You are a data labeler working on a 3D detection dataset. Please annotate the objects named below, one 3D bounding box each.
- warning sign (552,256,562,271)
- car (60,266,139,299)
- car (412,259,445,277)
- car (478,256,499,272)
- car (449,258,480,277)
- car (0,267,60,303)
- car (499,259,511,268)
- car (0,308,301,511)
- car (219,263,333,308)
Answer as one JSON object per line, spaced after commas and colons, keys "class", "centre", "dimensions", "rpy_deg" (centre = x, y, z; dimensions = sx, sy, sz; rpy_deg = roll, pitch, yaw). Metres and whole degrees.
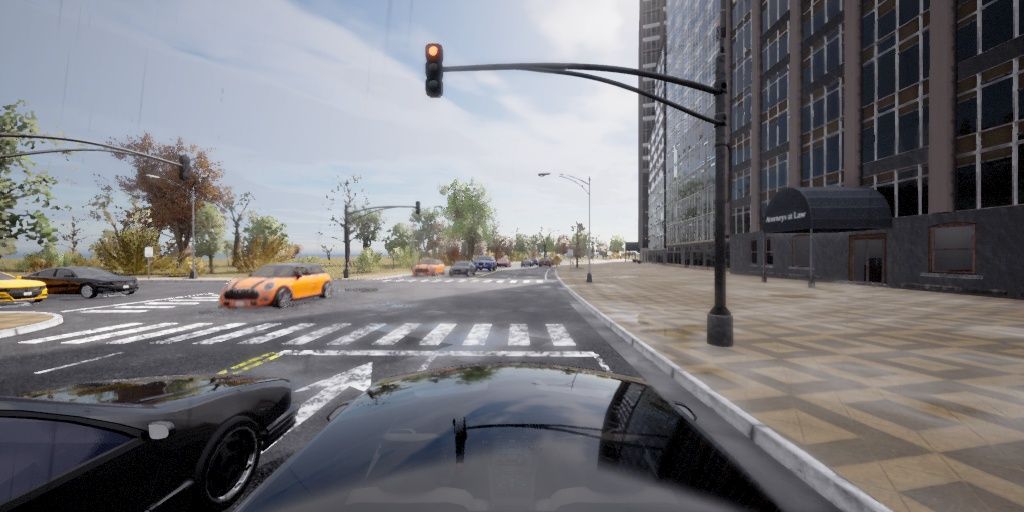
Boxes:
{"class": "warning sign", "centre": [5.525, 0.868, 43.921], "dimensions": [1.300, 1.860, 1.060], "rpy_deg": [0, 0, 7]}
{"class": "car", "centre": [-21.831, 1.275, 18.126], "dimensions": [5.008, 1.535, 1.882], "rpy_deg": [0, 0, 4]}
{"class": "car", "centre": [-8.128, 1.100, 35.340], "dimensions": [2.097, 1.767, 4.553], "rpy_deg": [0, 0, 6]}
{"class": "car", "centre": [-3.558, 0.969, 47.179], "dimensions": [2.150, 2.045, 5.566], "rpy_deg": [0, 0, 7]}
{"class": "car", "centre": [-4.838, 1.252, 35.619], "dimensions": [1.837, 1.490, 4.892], "rpy_deg": [0, 0, 6]}
{"class": "car", "centre": [-22.473, 1.288, 14.906], "dimensions": [5.008, 1.535, 1.882], "rpy_deg": [0, 0, 3]}
{"class": "car", "centre": [-1.458, 1.231, 61.154], "dimensions": [1.882, 1.535, 5.008], "rpy_deg": [0, 0, 10]}
{"class": "car", "centre": [-3.128, 1.298, 1.222], "dimensions": [2.033, 1.411, 5.357], "rpy_deg": [0, 0, 1]}
{"class": "car", "centre": [-9.511, 1.099, 14.893], "dimensions": [2.097, 1.767, 4.553], "rpy_deg": [0, 0, 2]}
